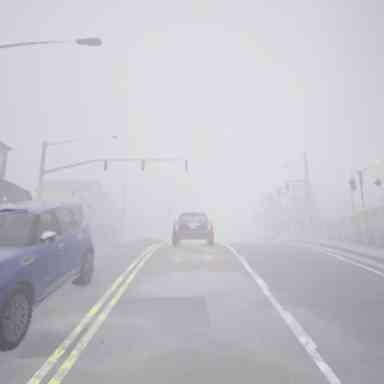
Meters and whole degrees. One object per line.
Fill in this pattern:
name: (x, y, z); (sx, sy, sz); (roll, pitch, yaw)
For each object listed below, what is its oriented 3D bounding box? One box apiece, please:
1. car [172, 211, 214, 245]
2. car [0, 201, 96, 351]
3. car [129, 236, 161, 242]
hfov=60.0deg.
car: (0.070, 1.944, 18.151); (2.097, 1.767, 4.553); (0, -7, 0)
car: (-3.597, 1.247, 6.604); (2.150, 2.045, 5.566); (0, 0, 0)
car: (-5.347, 5.656, 37.037); (4.181, 1.385, 1.994); (-10, -16, 37)
